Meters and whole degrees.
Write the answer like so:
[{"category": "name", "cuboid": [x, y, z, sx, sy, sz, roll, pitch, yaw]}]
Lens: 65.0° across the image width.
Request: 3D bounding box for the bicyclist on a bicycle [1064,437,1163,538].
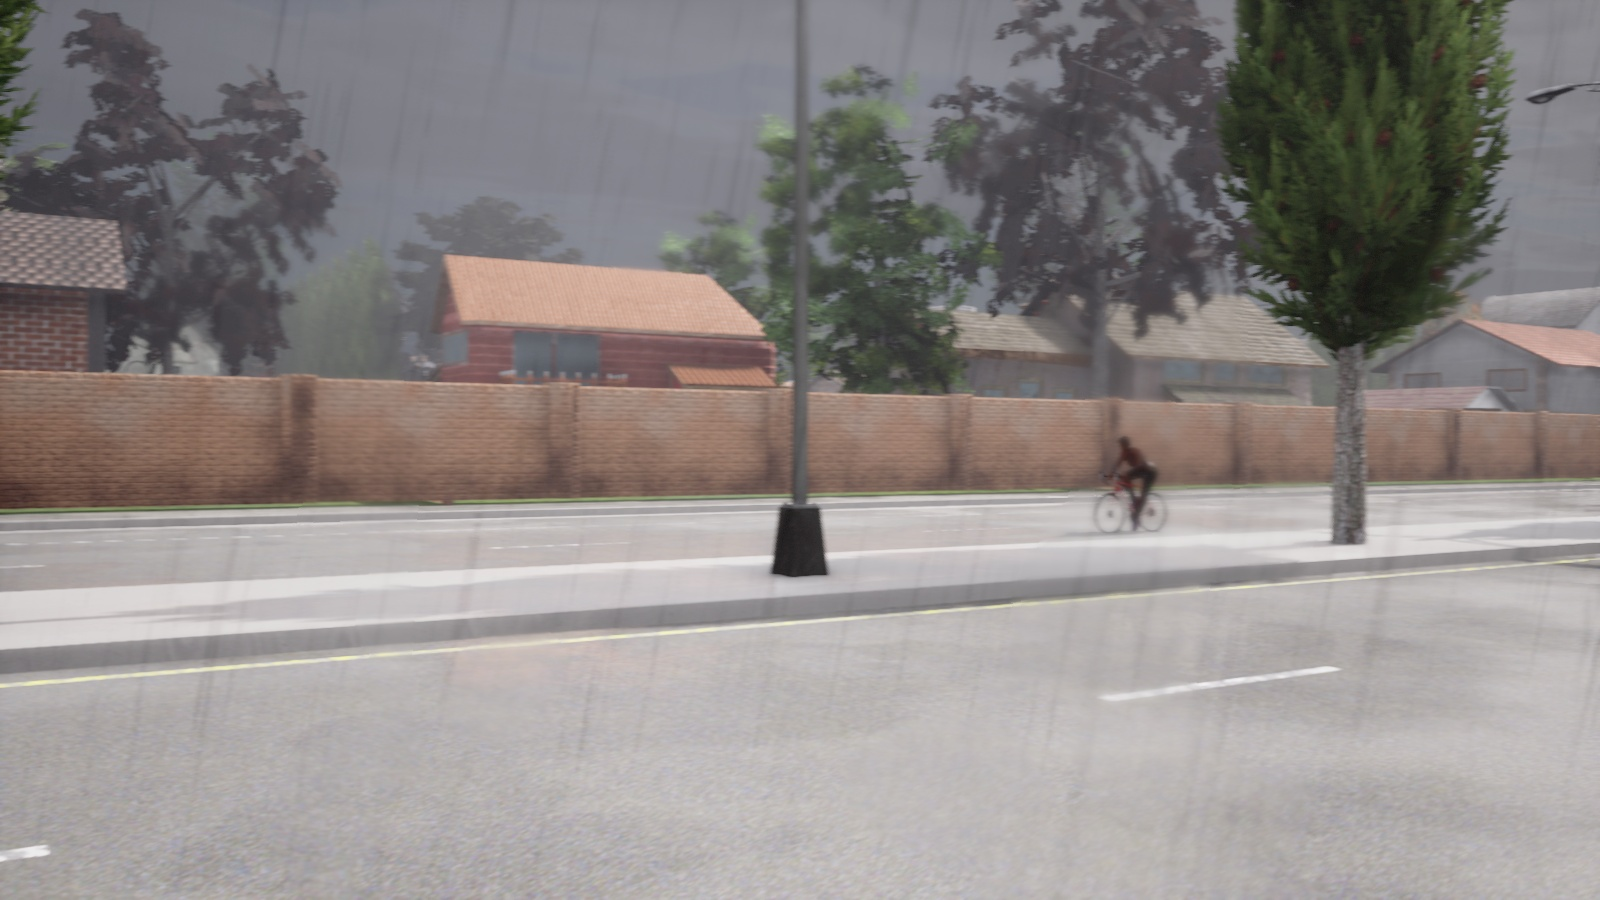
[{"category": "bicyclist on a bicycle", "cuboid": [5.195, 0.591, 20.769, 1.656, 1.620, 0.582, 0, 1, -31]}]
